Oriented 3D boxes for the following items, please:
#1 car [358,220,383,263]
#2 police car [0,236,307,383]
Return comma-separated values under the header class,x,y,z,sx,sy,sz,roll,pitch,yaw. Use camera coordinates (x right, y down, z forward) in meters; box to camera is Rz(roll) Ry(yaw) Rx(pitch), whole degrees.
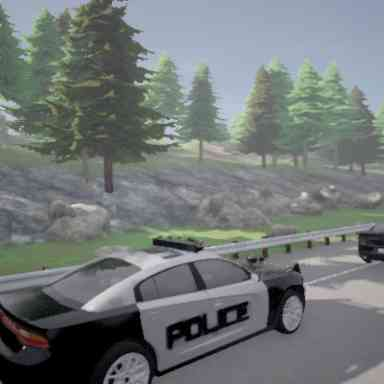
class,x,y,z,sx,sy,sz,roll,pitch,yaw
car,7.598,1.590,11.394,5.008,1.535,1.882,0,-1,-38
police car,-0.092,1.532,5.207,5.238,1.638,1.930,0,-1,-40
